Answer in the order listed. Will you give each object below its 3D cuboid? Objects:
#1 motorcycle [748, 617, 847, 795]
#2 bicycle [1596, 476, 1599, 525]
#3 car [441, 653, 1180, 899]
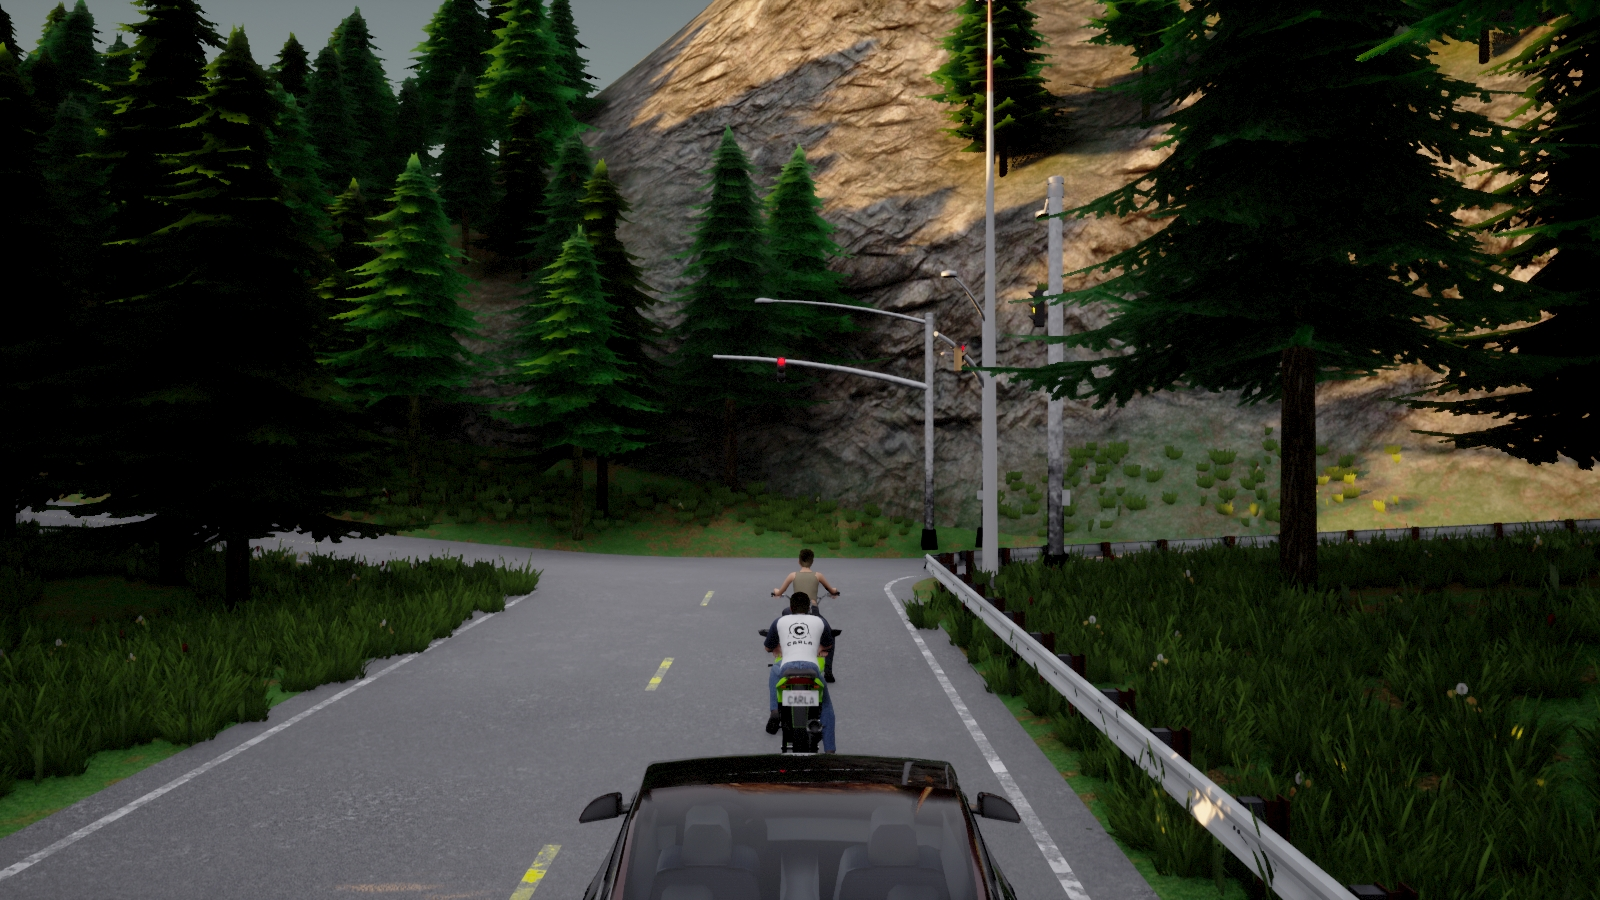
[{"bbox_3d":[-0.020,2.213,10.238,0.803,1.145,2.033,0,0,0],"label":"motorcycle"},{"bbox_3d":[21.725,1.355,29.474,1.835,1.471,0.329,-5,-2,26],"label":"bicycle"},{"bbox_3d":[0.029,2.063,5.012,2.163,1.488,4.792,0,0,0],"label":"car"}]
